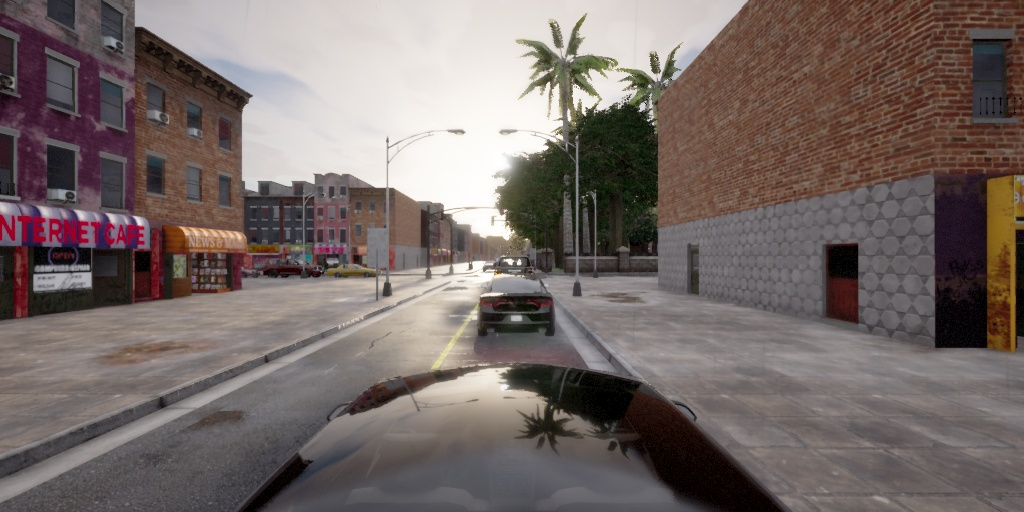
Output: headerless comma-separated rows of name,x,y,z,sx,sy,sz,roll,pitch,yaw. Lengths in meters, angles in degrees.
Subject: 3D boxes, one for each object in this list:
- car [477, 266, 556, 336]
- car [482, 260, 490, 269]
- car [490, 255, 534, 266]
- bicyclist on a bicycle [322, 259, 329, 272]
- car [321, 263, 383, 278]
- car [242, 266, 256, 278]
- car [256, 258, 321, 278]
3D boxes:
car,0.102,1.230,10.405,1.882,1.535,5.008,0,0,0
car,-2.842,1.316,47.819,1.812,1.442,4.674,0,0,0
car,0.109,0.980,20.373,2.150,2.045,5.566,0,0,-1
bicyclist on a bicycle,-20.131,1.124,38.597,0.582,1.620,1.656,0,0,0
car,-14.429,1.324,32.956,4.829,1.417,1.751,0,0,0
car,-25.503,1.409,32.947,4.207,1.307,1.802,0,0,0
car,-20.051,1.127,32.951,5.009,1.841,2.192,0,0,0
